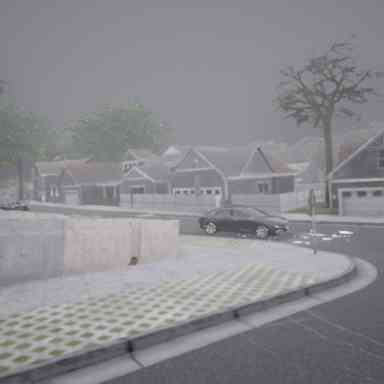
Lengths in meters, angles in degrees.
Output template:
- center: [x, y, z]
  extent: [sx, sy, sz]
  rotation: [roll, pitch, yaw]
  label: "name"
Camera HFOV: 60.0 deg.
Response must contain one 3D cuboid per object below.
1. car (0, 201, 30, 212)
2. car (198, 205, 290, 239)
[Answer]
- center: [-19.106, 1.613, 35.709]
  extent: [4.718, 1.301, 1.895]
  rotation: [0, 4, 45]
  label: "car"
- center: [2.640, 1.489, 17.472]
  extent: [4.892, 1.490, 1.837]
  rotation: [0, 4, 34]
  label: "car"
